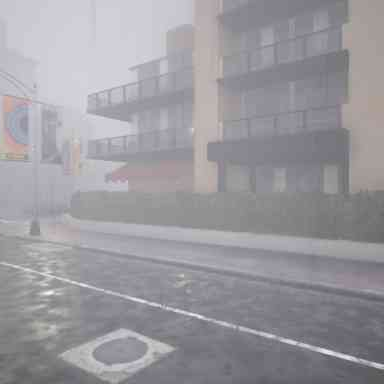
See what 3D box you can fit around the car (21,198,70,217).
[{"bbox_3d":[-13.208,1.547,31.612,2.033,1.411,5.357,0,0,36],"label":"car"}]
